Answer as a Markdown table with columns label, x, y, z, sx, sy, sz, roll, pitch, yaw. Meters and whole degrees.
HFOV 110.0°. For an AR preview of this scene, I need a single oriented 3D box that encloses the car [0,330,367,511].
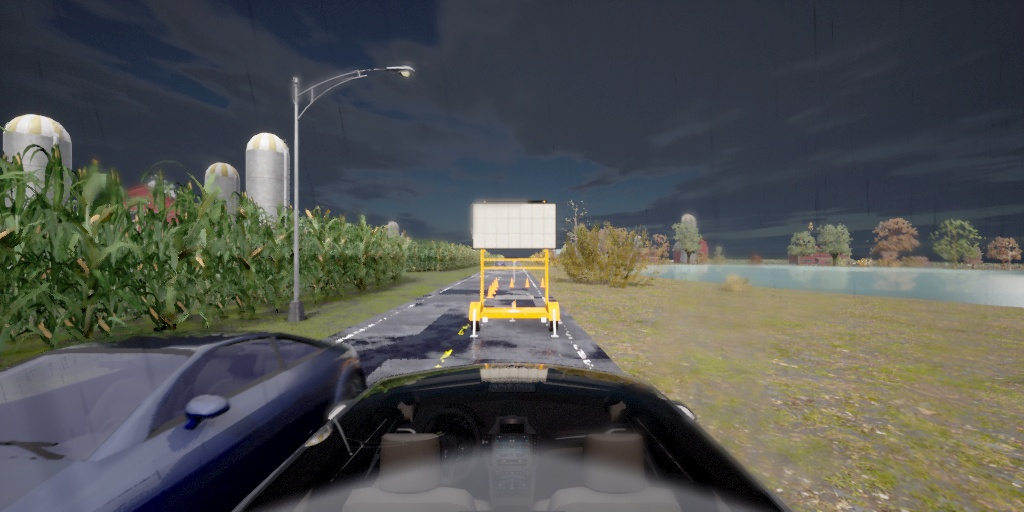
| label | x | y | z | sx | sy | sz | roll | pitch | yaw |
| --- | --- | --- | --- | --- | --- | --- | --- | --- | --- |
| car | -2.736 | 1.314 | 2.609 | 1.994 | 1.385 | 4.181 | 0 | 0 | 0 |

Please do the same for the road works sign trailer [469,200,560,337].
| label | x | y | z | sx | sy | sz | roll | pitch | yaw |
| --- | --- | --- | --- | --- | --- | --- | --- | --- | --- |
| road works sign trailer | 0.069 | 0.217 | 10.259 | 2.380 | 3.560 | 2.880 | 0 | 0 | 0 |
